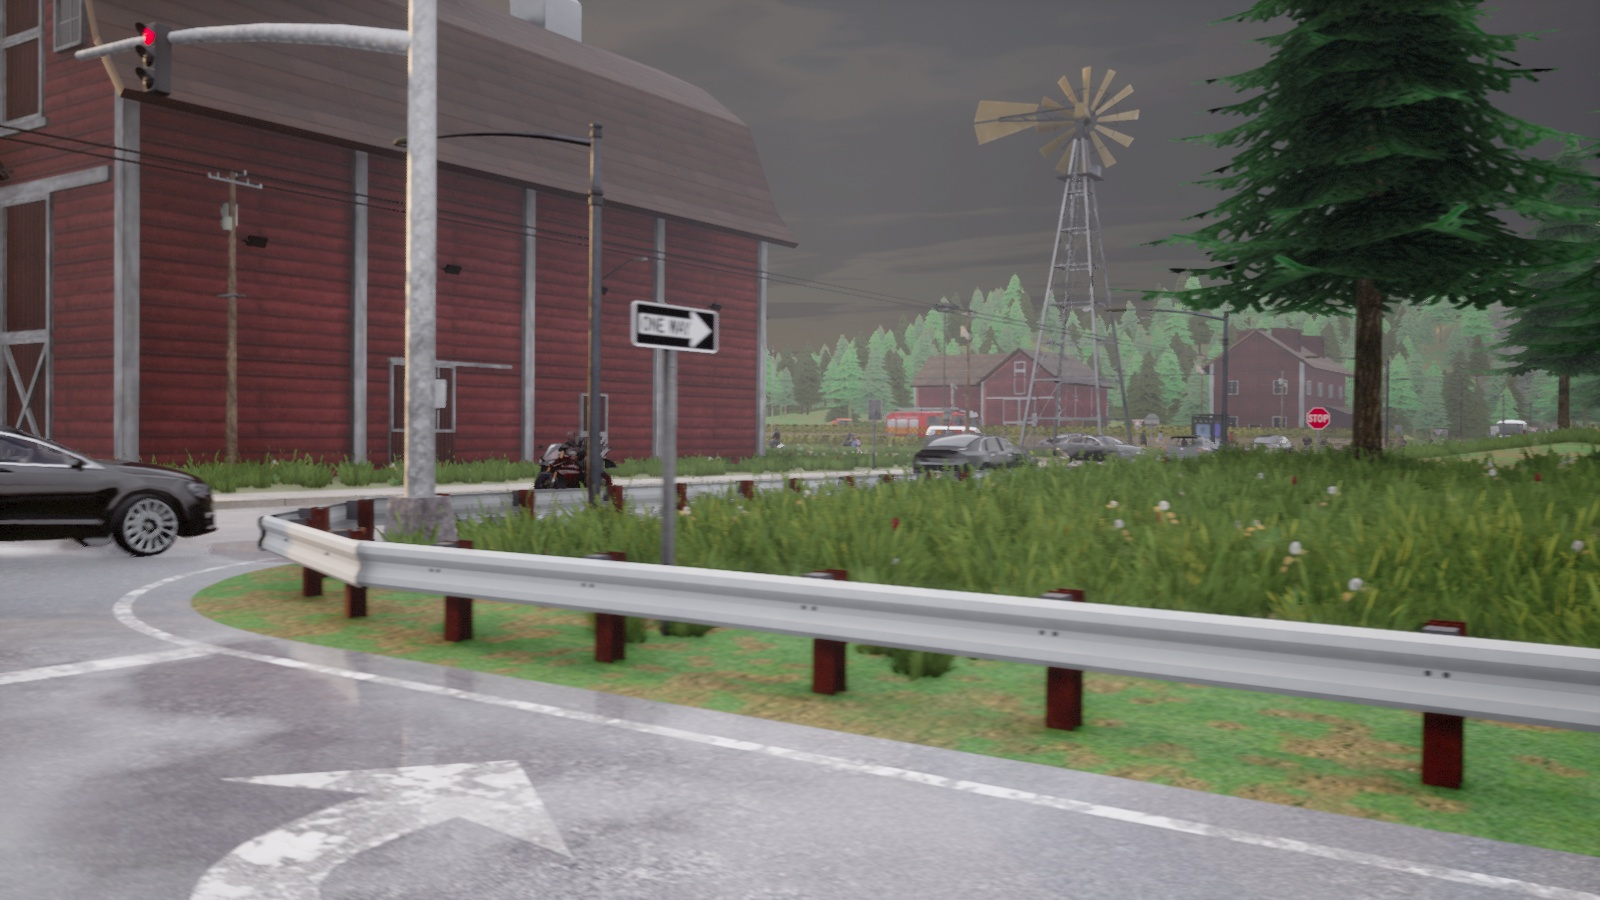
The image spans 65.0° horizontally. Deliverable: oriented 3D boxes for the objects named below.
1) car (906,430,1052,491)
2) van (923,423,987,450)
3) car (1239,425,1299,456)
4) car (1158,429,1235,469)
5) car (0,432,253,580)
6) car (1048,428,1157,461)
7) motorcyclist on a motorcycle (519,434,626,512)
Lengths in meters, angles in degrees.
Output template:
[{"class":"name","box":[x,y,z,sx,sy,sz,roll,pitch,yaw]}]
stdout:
[{"class":"car","box":[4.856,0.232,33.415,1.837,1.490,4.892,0,1,35]},{"class":"van","box":[11.751,-1.014,94.997,4.480,2.038,2.069,0,1,17]},{"class":"car","box":[26.553,-0.558,70.985,2.033,1.649,4.856,0,1,35]},{"class":"car","box":[15.376,-0.063,48.646,1.845,1.501,3.633,0,1,35]},{"class":"car","box":[-8.886,0.570,13.699,2.128,1.511,4.902,0,1,42]},{"class":"car","box":[14.263,-0.273,59.535,2.128,1.511,4.902,-1,1,-33]},{"class":"motorcyclist on a motorcycle","box":[-4.648,0.444,25.815,0.866,1.530,2.191,0,1,35]}]
